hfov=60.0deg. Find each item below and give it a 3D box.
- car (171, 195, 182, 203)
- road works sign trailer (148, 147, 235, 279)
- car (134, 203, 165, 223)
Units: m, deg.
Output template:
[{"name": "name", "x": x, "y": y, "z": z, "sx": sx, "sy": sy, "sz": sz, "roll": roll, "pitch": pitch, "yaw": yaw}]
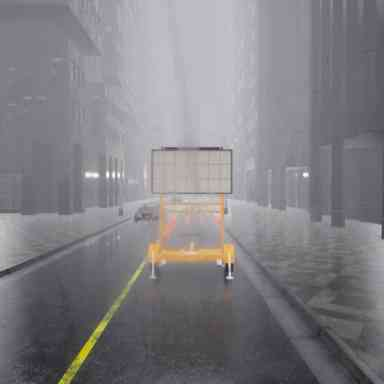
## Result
[{"name": "car", "x": -3.051, "y": 1.401, "z": 66.779, "sx": 1.837, "sy": 1.490, "sz": 4.892, "roll": 0, "pitch": 0, "yaw": 1}, {"name": "road works sign trailer", "x": 0.003, "y": 0.459, "z": 10.014, "sx": 2.380, "sy": 3.560, "sz": 2.880, "roll": 0, "pitch": 0, "yaw": 1}, {"name": "car", "x": -3.113, "y": 1.543, "z": 25.099, "sx": 1.994, "sy": 1.385, "sz": 4.181, "roll": 0, "pitch": 0, "yaw": 0}]
